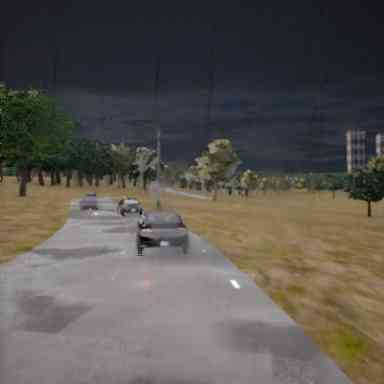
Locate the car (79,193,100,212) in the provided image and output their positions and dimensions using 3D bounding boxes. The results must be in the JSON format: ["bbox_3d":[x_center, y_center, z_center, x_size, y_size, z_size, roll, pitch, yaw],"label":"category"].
[{"bbox_3d":[-10.691,1.193,34.504,2.033,1.411,5.357,0,1,-20],"label":"car"}]

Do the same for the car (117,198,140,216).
[{"bbox_3d":[-5.489,1.265,29.160,1.812,1.442,4.674,0,1,-19],"label":"car"}]

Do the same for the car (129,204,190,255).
[{"bbox_3d":[-1.282,1.453,13.212,2.128,1.511,4.902,0,0,-9],"label":"car"}]

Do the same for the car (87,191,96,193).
[{"bbox_3d":[-22.657,0.528,74.794,1.882,1.535,5.008,0,0,-5],"label":"car"}]
